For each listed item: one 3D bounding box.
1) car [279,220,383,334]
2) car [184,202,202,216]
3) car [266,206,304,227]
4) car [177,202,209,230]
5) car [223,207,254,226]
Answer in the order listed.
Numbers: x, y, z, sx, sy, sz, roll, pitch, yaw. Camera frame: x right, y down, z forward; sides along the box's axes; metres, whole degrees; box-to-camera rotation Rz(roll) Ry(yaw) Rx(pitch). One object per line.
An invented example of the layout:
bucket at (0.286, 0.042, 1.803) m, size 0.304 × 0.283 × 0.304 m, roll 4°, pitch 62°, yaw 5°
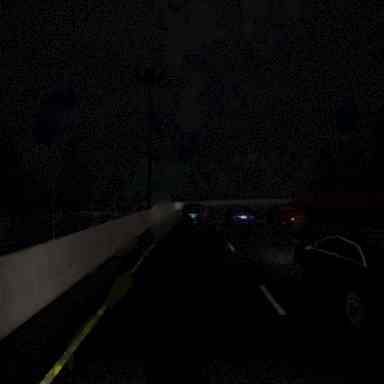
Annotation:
car at (3.587, 1.579, 6.890) m, size 2.128 × 1.511 × 4.902 m, roll 0°, pitch -1°, yaw 0°
car at (0.187, 1.966, 40.541) m, size 2.128 × 1.511 × 4.902 m, roll 0°, pitch -1°, yaw 2°
car at (7.070, 1.791, 25.790) m, size 1.882 × 1.535 × 5.008 m, roll 0°, pitch -1°, yaw 0°
car at (0.071, 1.627, 23.478) m, size 2.097 × 1.767 × 4.553 m, roll 0°, pitch -1°, yaw 0°
car at (3.568, 1.856, 25.890) m, size 2.033 × 1.411 × 5.357 m, roll 0°, pitch -1°, yaw 0°
